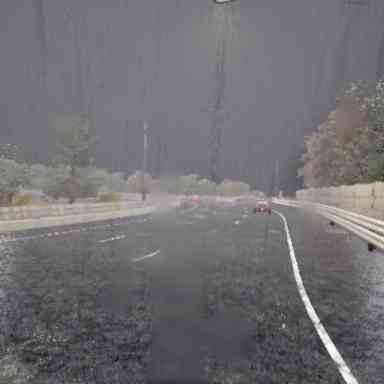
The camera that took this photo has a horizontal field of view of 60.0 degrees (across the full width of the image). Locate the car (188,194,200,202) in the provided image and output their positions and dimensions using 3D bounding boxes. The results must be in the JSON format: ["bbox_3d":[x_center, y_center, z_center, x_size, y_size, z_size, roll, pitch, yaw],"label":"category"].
[{"bbox_3d":[0.424,1.317,77.345,2.097,1.767,4.553,1,0,-11],"label":"car"}]

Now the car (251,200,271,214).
[{"bbox_3d":[7.898,1.652,37.885,1.812,1.442,4.674,1,0,9],"label":"car"}]
